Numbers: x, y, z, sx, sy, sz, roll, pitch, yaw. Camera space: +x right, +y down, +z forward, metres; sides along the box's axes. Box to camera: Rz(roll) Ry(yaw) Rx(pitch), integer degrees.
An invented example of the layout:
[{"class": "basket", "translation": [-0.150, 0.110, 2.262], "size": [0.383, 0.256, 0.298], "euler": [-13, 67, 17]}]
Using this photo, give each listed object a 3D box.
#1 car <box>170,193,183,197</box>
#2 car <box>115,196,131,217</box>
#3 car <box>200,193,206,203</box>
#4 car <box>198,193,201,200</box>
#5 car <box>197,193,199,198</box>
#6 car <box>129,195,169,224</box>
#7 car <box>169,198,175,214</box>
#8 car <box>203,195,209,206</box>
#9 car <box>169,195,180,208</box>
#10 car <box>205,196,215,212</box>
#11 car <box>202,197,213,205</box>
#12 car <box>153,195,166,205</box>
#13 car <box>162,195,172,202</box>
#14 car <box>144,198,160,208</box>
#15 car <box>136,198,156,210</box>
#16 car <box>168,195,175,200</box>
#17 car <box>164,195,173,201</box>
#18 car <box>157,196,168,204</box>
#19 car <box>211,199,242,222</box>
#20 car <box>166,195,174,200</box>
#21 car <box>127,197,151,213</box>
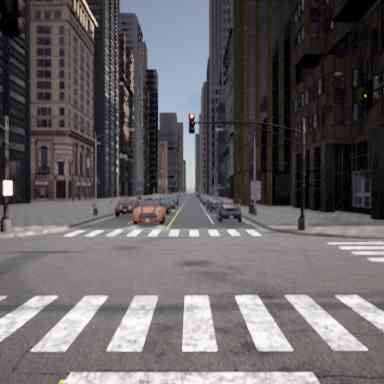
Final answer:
[{"class": "car", "translation": [-3.014, 1.423, 53.323], "size": [2.128, 1.511, 4.902], "euler": [0, 0, 0]}, {"class": "car", "translation": [-5.763, 1.272, 31.088], "size": [2.192, 1.841, 5.009], "euler": [0, 0, 0]}, {"class": "car", "translation": [2.763, 1.371, 53.660], "size": [1.967, 1.590, 4.097], "euler": [0, 0, 0]}, {"class": "car", "translation": [2.763, 1.361, 64.941], "size": [1.967, 1.590, 4.097], "euler": [0, 0, 0]}, {"class": "car", "translation": [2.764, 1.458, 76.222], "size": [1.887, 1.381, 4.507], "euler": [0, 0, 0]}, {"class": "car", "translation": [-3.040, 1.317, 24.409], "size": [2.097, 1.767, 4.553], "euler": [0, 0, -2]}, {"class": "car", "translation": [-3.090, 1.555, 33.456], "size": [1.895, 1.301, 4.718], "euler": [0, 0, 0]}, {"class": "car", "translation": [2.763, 1.488, 42.379], "size": [1.887, 1.381, 4.507], "euler": [0, 0, 0]}, {"class": "car", "translation": [-3.074, 1.490, 43.210], "size": [2.033, 1.411, 5.357], "euler": [0, 0, 0]}, {"class": "car", "translation": [2.762, 1.501, 36.739], "size": [2.008, 1.369, 4.403], "euler": [0, 0, 0]}, {"class": "car", "translation": [2.763, 1.507, 59.301], "size": [1.802, 1.307, 4.206], "euler": [0, 0, 0]}, {"class": "car", "translation": [-5.762, 1.366, 59.292], "size": [1.967, 1.590, 4.097], "euler": [0, 0, 0]}, {"class": "car", "translation": [-5.761, 1.479, 76.214], "size": [1.947, 1.339, 4.313], "euler": [0, 0, 0]}, {"class": "car", "translation": [-5.762, 1.519, 48.011], "size": [1.802, 1.307, 4.206], "euler": [0, 0, 0]}, {"class": "car", "translation": [-5.763, 1.509, 42.371], "size": [1.947, 1.339, 4.313], "euler": [0, 0, 0]}, {"class": "car", "translation": [-5.761, 1.430, 92.967], "size": [1.752, 1.417, 4.829], "euler": [0, 0, 0]}, {"class": "car", "translation": [-5.761, 1.435, 81.685], "size": [1.752, 1.417, 4.829], "euler": [0, 0, 0]}, {"class": "car", "translation": [-5.762, 1.446, 64.763], "size": [1.752, 1.417, 4.829], "euler": [0, 0, 0]}, {"class": "car", "translation": [2.762, 1.515, 25.457], "size": [2.008, 1.369, 4.403], "euler": [0, 0, 0]}, {"class": "car", "translation": [-5.761, 1.473, 87.496], "size": [1.947, 1.339, 4.313], "euler": [0, 0, 0]}, {"class": "car", "translation": [-5.763, 1.390, 36.730], "size": [1.967, 1.590, 4.097], "euler": [0, 0, 0]}]
